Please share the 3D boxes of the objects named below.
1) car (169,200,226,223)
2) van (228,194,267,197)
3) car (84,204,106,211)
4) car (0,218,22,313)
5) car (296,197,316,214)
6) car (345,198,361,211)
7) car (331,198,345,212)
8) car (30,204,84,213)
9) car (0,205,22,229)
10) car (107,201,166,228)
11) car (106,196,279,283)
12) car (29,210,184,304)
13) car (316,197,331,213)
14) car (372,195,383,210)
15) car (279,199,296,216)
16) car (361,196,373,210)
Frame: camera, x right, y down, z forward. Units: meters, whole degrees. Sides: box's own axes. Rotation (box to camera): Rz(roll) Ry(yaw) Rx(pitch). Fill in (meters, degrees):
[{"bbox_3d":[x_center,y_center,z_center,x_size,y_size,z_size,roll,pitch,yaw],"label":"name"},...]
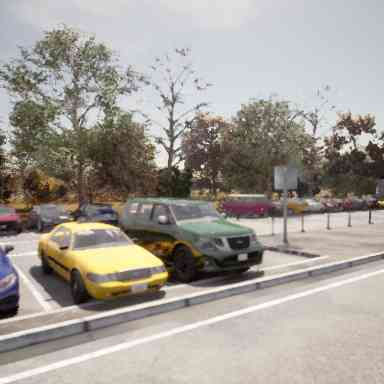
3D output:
[{"bbox_3d":[0.338,1.490,26.896,2.163,1.488,4.792,0,0,-36],"label":"car"},{"bbox_3d":[4.767,1.223,30.243,1.878,1.987,4.442,0,0,-36],"label":"van"},{"bbox_3d":[-6.468,1.508,22.098,2.163,1.488,4.792,0,0,-36],"label":"car"},{"bbox_3d":[-4.953,1.533,7.068,2.002,1.452,4.674,0,0,-36],"label":"car"},{"bbox_3d":[9.354,1.437,33.375,2.097,1.535,5.008,0,0,-36],"label":"car"},{"bbox_3d":[16.120,1.422,38.228,2.097,1.535,5.008,0,0,-36],"label":"car"},{"bbox_3d":[13.847,1.302,36.634,2.185,1.767,4.553,0,0,-36],"label":"car"},{"bbox_3d":[-8.712,1.486,20.465,2.231,1.521,4.892,0,0,-36],"label":"car"},{"bbox_3d":[-10.969,1.491,18.849,2.097,1.535,5.008,0,0,-36],"label":"car"},{"bbox_3d":[-4.086,1.470,23.538,1.946,1.575,5.366,0,0,-36],"label":"car"},{"bbox_3d":[-0.375,1.230,10.305,2.435,2.045,5.566,0,0,-36],"label":"car"},{"bbox_3d":[-2.564,1.484,8.546,1.946,1.575,5.366,0,0,-36],"label":"car"},{"bbox_3d":[11.610,1.473,34.992,2.002,1.452,4.674,0,0,-36],"label":"car"},{"bbox_3d":[20.620,1.443,41.476,2.163,1.488,4.792,0,0,-36],"label":"car"},{"bbox_3d":[7.094,1.483,31.760,2.002,1.452,4.674,0,0,-36],"label":"car"},{"bbox_3d":[18.384,1.419,39.833,2.231,1.521,4.892,0,0,-36],"label":"car"}]
